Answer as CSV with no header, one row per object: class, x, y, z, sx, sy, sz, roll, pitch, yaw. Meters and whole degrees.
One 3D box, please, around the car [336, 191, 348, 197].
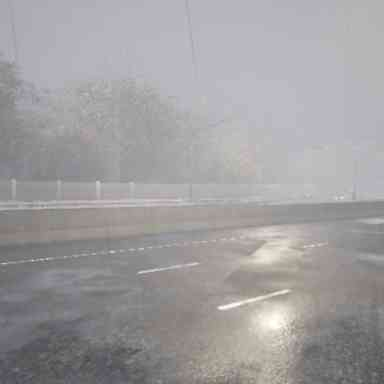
car,38.914,0.600,87.021,1.837,1.490,4.892,0,1,32
